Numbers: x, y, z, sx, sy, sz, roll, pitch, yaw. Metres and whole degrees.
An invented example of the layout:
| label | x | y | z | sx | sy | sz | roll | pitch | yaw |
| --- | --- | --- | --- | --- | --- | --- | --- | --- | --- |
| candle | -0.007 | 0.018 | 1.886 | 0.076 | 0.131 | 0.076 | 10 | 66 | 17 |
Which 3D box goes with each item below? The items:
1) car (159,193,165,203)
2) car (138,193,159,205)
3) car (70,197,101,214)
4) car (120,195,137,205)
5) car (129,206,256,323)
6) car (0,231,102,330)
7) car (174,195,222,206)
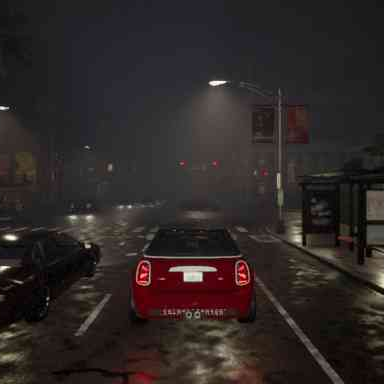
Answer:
| label | x | y | z | sx | sy | sz | roll | pitch | yaw |
| --- | --- | --- | --- | --- | --- | --- | --- | --- | --- |
| car | -7.790 | 1.225 | 72.559 | 2.150 | 2.045 | 5.566 | 0 | 0 | -1 |
| car | -7.710 | 1.224 | 59.082 | 2.150 | 2.045 | 5.566 | 0 | 0 | 0 |
| car | -10.965 | 1.352 | 34.586 | 2.097 | 1.767 | 4.553 | 0 | 0 | -1 |
| car | -11.200 | 1.600 | 57.547 | 1.895 | 1.301 | 4.718 | 0 | 0 | 0 |
| car | 0.006 | 1.352 | 7.348 | 2.097 | 1.767 | 4.553 | 0 | 0 | 0 |
| car | -3.494 | 1.547 | 7.141 | 2.033 | 1.411 | 5.357 | 0 | 0 | 0 |
| car | 0.910 | 1.477 | 36.734 | 5.008 | 1.535 | 1.882 | 0 | 1 | 33 |
